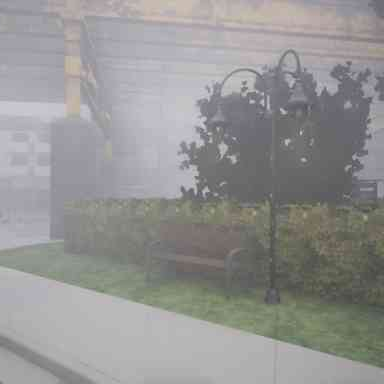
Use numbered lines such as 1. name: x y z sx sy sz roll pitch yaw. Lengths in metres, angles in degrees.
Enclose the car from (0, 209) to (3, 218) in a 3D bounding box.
1. car: -16.629 1.351 24.400 4.553 1.767 2.097 0 0 -9
